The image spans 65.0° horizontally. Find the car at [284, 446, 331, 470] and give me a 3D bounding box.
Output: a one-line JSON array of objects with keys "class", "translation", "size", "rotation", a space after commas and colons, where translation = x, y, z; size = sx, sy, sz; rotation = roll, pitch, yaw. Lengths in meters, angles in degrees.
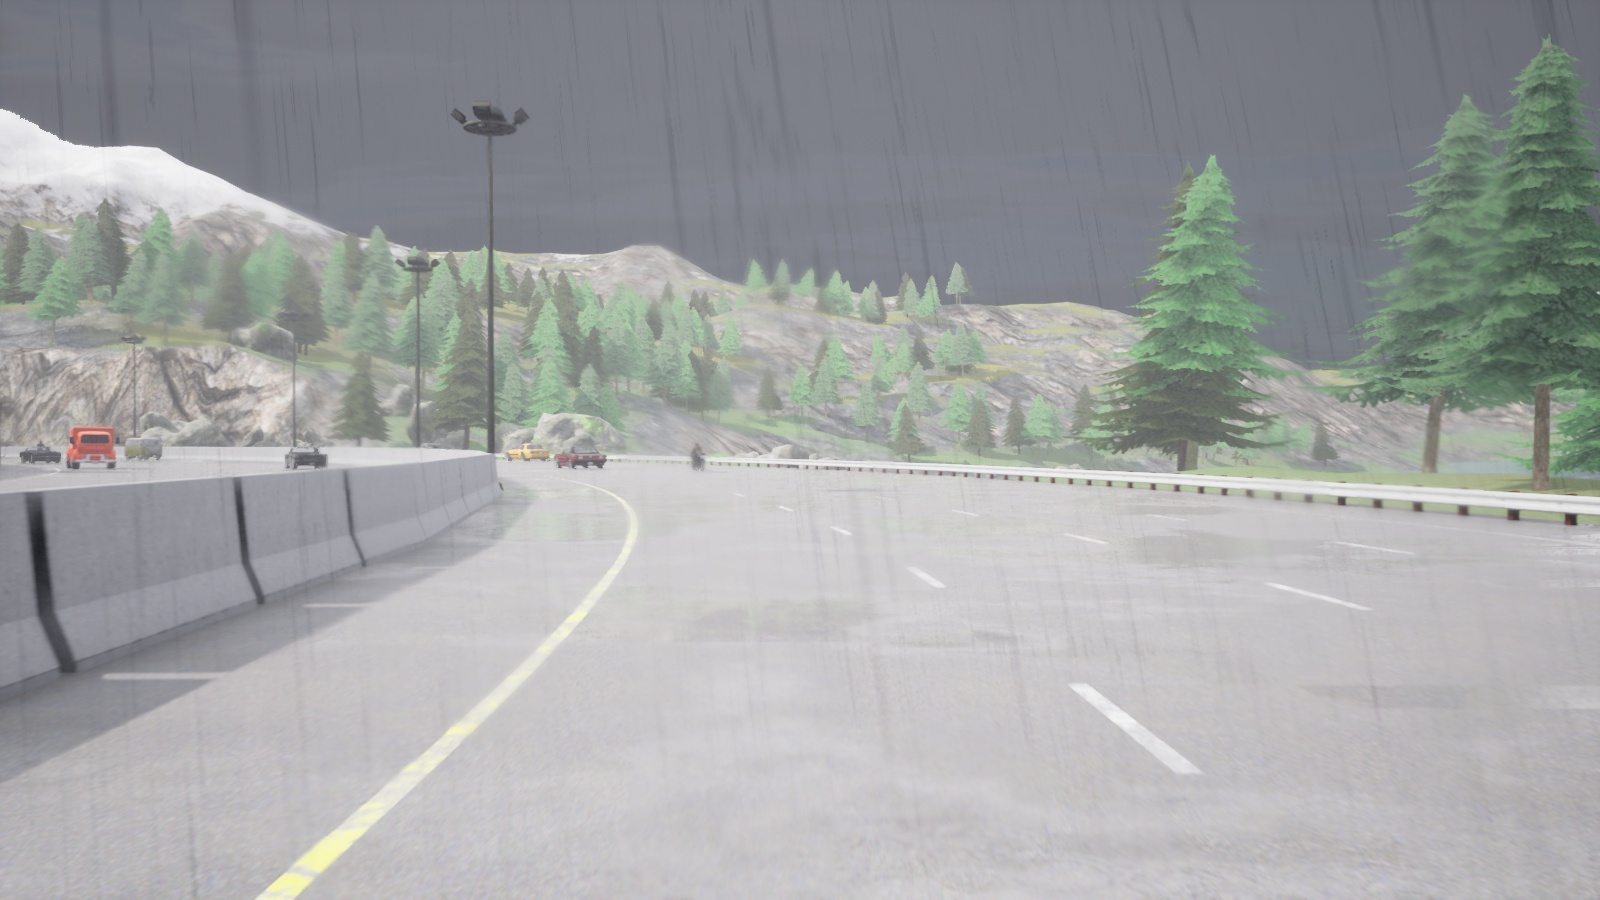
[{"class": "car", "translation": [-28.224, 0.419, 71.832], "size": [1.895, 1.301, 4.718], "rotation": [0, 0, -29]}]

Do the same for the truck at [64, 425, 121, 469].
[{"class": "truck", "translation": [-41.422, -0.188, 73.482], "size": [2.627, 2.467, 5.204], "rotation": [0, 0, -32]}]

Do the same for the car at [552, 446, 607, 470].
[{"class": "car", "translation": [-12.773, 0.428, 72.509], "size": [1.895, 1.301, 4.718], "rotation": [0, 0, -26]}]

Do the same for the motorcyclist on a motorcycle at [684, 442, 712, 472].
[{"class": "motorcyclist on a motorcycle", "translation": [-5.253, 0.361, 64.509], "size": [0.797, 1.523, 2.044], "rotation": [-1, 1, -23]}]
